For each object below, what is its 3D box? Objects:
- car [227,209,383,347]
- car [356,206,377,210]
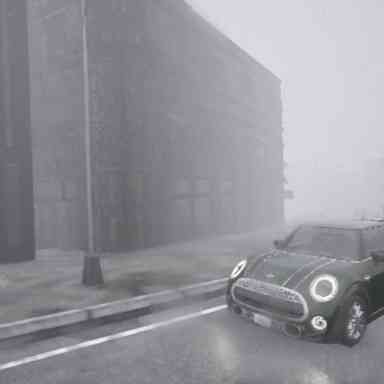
[{"bbox_3d":[2.774,1.363,6.510,4.553,1.767,2.097,0,0,-40],"label":"car"},{"bbox_3d":[23.325,2.647,44.549,2.128,1.511,4.902,-1,-3,7],"label":"car"}]
